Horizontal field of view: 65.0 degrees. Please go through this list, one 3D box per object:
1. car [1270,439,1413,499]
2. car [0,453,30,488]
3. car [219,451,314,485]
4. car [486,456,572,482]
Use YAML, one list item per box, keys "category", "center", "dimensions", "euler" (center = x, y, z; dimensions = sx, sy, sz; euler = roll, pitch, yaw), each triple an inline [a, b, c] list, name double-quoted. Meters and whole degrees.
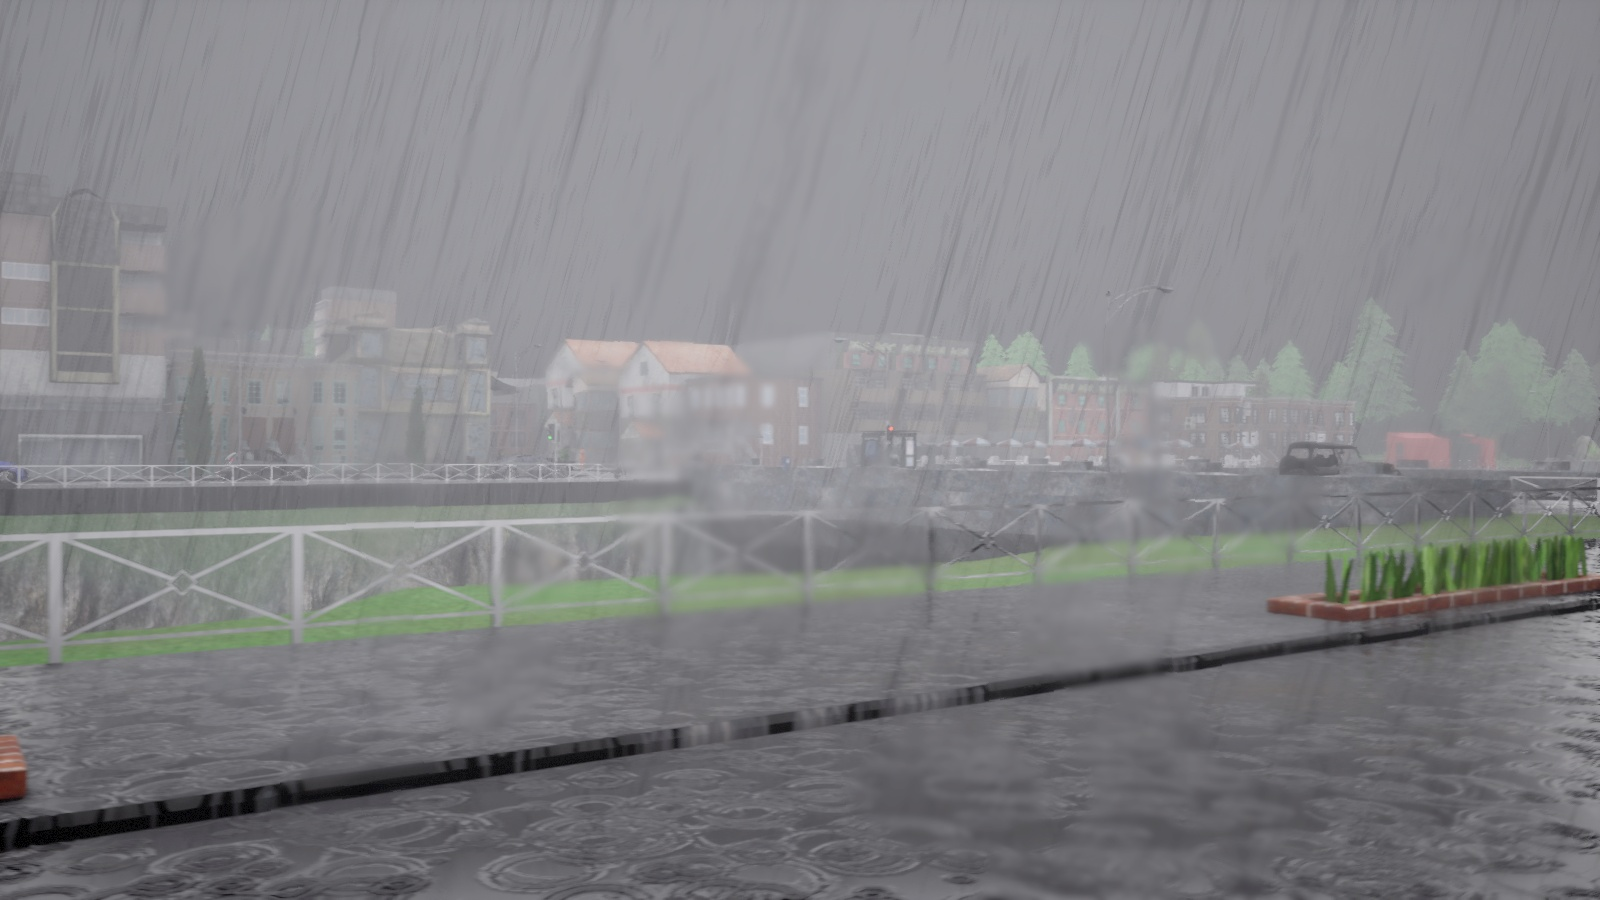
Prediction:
- category: "car"
  center: [17.689, 0.604, 41.162]
  dimensions: [1.905, 1.878, 3.866]
  euler: [0, 0, -35]
- category: "car"
  center: [-36.052, 0.901, 54.369]
  dimensions: [4.514, 1.525, 2.007]
  euler: [0, 0, -35]
- category: "car"
  center: [-26.033, 0.848, 61.347]
  dimensions: [3.988, 1.617, 1.851]
  euler: [0, 0, -35]
- category: "car"
  center: [-14.896, 1.009, 69.100]
  dimensions: [4.181, 1.385, 1.994]
  euler: [0, 0, -35]
